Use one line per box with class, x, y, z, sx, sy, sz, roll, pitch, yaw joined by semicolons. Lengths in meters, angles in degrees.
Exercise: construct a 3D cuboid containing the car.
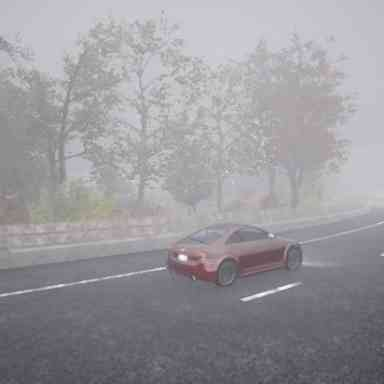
car;1.316;1.578;9.433;4.181;1.385;1.994;0;0;-40
